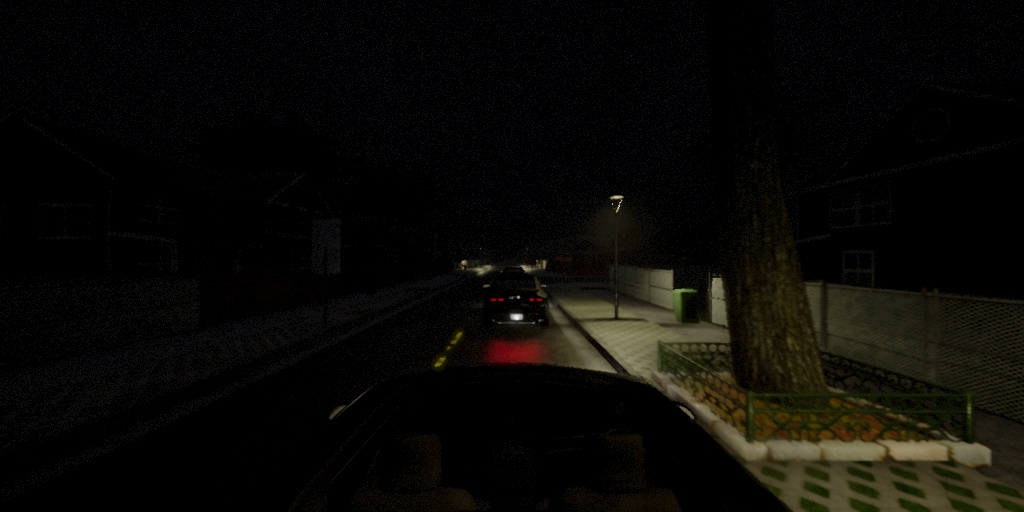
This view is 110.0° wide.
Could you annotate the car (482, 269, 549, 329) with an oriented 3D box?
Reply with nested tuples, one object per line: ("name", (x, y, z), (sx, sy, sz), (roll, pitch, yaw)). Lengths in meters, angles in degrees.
("car", (0.105, 1.321, 11.587), (1.837, 1.490, 4.892), (0, 0, 0))
